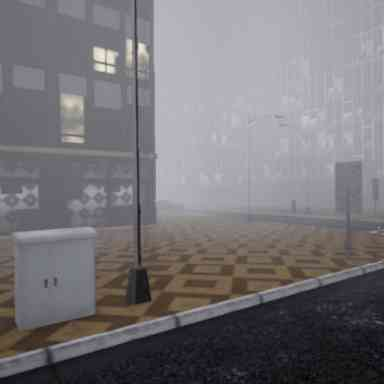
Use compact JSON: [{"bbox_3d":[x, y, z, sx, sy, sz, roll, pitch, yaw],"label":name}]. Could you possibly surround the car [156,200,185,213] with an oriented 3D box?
[{"bbox_3d":[-2.725,1.577,37.427,1.895,1.301,4.718,-1,1,-35],"label":"car"}]
